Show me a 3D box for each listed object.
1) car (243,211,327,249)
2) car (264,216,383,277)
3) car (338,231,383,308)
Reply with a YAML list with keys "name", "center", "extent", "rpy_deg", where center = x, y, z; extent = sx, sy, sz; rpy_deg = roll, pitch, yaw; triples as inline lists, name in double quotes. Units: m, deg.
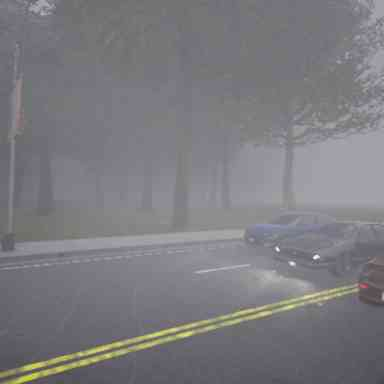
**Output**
- name: "car"
  center: [4.446, 1.590, 14.012]
  extent: [5.008, 1.535, 1.882]
  rpy_deg: [1, 0, -30]
- name: "car"
  center: [5.096, 1.647, 10.679]
  extent: [5.357, 1.411, 2.033]
  rpy_deg: [1, 0, -31]
- name: "car"
  center: [5.234, 1.605, 6.679]
  extent: [4.674, 1.442, 1.812]
  rpy_deg: [1, 0, -32]
